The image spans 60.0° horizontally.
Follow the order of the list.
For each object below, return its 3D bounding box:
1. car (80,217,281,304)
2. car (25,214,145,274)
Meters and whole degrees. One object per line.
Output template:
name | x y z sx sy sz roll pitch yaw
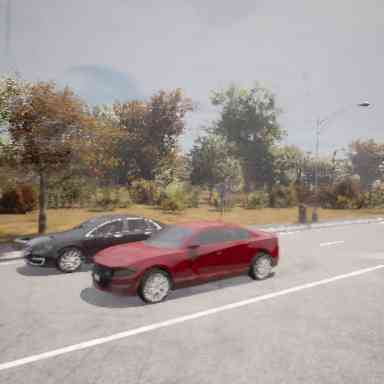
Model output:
car | 0.070 1.483 8.338 5.008 1.535 1.882 0 0 -35
car | -2.649 1.511 10.697 4.892 1.490 1.837 1 0 -35
